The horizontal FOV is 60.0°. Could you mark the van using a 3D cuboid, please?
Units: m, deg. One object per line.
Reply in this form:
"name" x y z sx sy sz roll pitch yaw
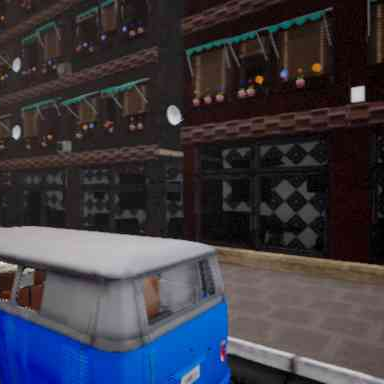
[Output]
"van" -1.525 1.379 3.946 3.998 1.788 1.690 -1 0 36
